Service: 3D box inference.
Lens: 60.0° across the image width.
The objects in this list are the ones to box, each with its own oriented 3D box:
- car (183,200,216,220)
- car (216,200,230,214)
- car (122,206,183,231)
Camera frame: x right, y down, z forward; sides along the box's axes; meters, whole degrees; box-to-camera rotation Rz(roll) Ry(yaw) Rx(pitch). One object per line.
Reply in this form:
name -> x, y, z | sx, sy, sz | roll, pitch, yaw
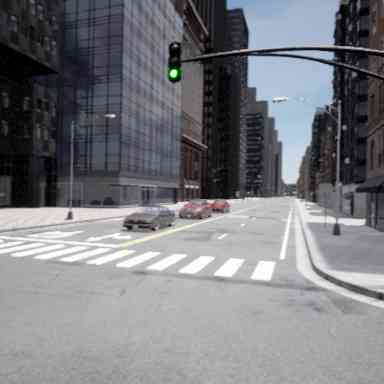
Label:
car -> 0.403, 1.513, 30.658 | 2.097, 1.767, 4.553 | 1, 0, 17
car -> 3.378, 1.747, 40.332 | 1.882, 1.535, 5.008 | 1, 0, 17
car -> -2.509, 1.602, 21.307 | 2.033, 1.411, 5.357 | 1, 0, 15
